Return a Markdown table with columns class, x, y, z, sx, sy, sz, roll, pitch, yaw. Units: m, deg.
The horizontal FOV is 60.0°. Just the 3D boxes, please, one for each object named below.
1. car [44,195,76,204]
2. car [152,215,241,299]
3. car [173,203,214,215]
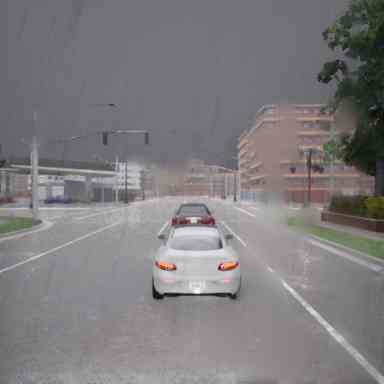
| class | x | y | z | sx | sy | sz | roll | pitch | yaw |
| --- | --- | --- | --- | --- | --- | --- | --- | --- | --- |
| car | -23.388 | 1.283 | 58.028 | 4.611 | 1.667 | 2.242 | 0 | 0 | 1 |
| car | 0.094 | 1.524 | 8.306 | 1.812 | 1.442 | 4.674 | 0 | 0 | 0 |
| car | 0.079 | 1.349 | 17.298 | 2.097 | 1.767 | 4.553 | 0 | 0 | 0 |
